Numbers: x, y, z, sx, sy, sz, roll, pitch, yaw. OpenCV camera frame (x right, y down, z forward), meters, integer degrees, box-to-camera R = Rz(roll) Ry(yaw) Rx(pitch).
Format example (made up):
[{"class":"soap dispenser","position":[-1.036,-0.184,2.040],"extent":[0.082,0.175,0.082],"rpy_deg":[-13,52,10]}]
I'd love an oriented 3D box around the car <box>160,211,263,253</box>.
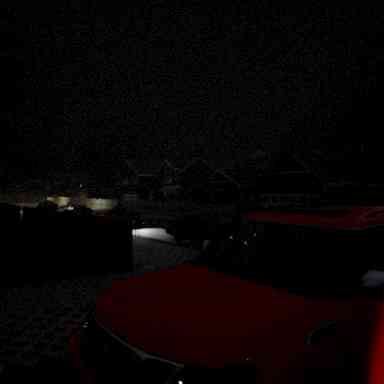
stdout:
[{"class":"car","position":[0.710,1.774,16.155],"extent":[2.033,1.411,5.357],"rpy_deg":[-1,0,-36]}]

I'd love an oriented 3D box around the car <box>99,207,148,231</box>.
[{"class":"car","position":[-5.082,1.852,24.224],"extent":[1.994,1.385,4.181],"rpy_deg":[-1,0,-35]}]

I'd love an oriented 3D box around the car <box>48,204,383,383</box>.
[{"class":"car","position":[1.494,1.203,4.017],"extent":[5.566,2.045,2.150],"rpy_deg":[1,0,-36]}]

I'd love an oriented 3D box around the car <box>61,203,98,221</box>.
[{"class":"car","position":[-11.136,1.888,32.645],"extent":[2.033,1.411,5.357],"rpy_deg":[-1,0,-35]}]

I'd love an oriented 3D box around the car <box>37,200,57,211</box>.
[{"class":"car","position":[-18.827,1.880,43.449],"extent":[1.882,1.535,5.008],"rpy_deg":[-1,0,-35]}]
